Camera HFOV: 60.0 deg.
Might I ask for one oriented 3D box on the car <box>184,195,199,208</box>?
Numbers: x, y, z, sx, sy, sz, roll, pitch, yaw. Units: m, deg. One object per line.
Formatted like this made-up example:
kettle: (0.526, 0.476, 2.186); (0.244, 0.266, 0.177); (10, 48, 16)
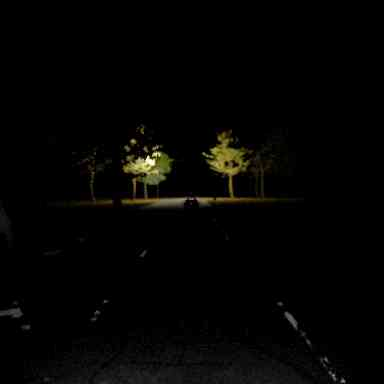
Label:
car: (-0.097, 1.501, 46.543); (1.994, 1.385, 4.181); (0, 0, 0)

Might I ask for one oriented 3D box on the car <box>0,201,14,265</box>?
car: (-7.000, 1.254, 8.782); (2.150, 2.045, 5.566); (0, 0, 0)
